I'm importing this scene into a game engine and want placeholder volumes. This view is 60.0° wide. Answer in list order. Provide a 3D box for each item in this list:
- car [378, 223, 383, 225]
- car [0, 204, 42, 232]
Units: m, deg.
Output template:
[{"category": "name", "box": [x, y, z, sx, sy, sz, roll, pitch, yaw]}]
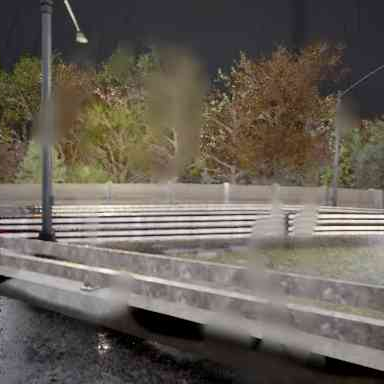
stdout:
[{"category": "car", "box": [14.054, 1.751, 20.675, 4.553, 1.767, 2.097, 4, -1, -12]}, {"category": "car", "box": [-9.620, 1.399, 16.033, 4.553, 1.767, 2.097, 0, 0, -5]}]
